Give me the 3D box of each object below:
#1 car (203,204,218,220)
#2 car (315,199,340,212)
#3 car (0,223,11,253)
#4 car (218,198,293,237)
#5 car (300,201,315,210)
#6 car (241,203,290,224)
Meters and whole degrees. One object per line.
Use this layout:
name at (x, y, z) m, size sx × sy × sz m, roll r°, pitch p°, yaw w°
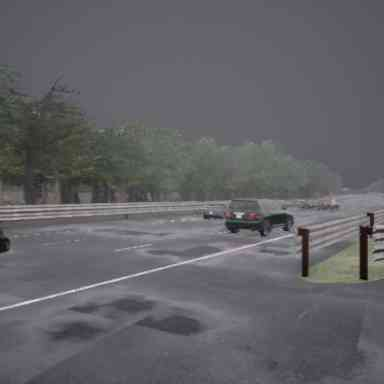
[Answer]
car at (2.781, 1.728, 29.323) m, size 1.994 × 1.385 × 4.181 m, roll 1°, pitch 0°, yaw 36°
car at (19.016, 1.753, 46.046) m, size 2.097 × 1.767 × 4.553 m, roll 1°, pitch 0°, yaw 35°
car at (-8.184, 1.231, 9.192) m, size 2.150 × 2.045 × 5.566 m, roll 1°, pitch 0°, yaw 38°
car at (4.069, 1.400, 19.538) m, size 2.150 × 2.045 × 5.566 m, roll 1°, pitch 0°, yaw 37°
car at (18.100, 2.010, 50.583) m, size 1.895 × 1.301 × 4.718 m, roll 1°, pitch 0°, yaw 34°
car at (6.335, 1.748, 28.245) m, size 2.033 × 1.411 × 5.357 m, roll 1°, pitch 0°, yaw 36°
